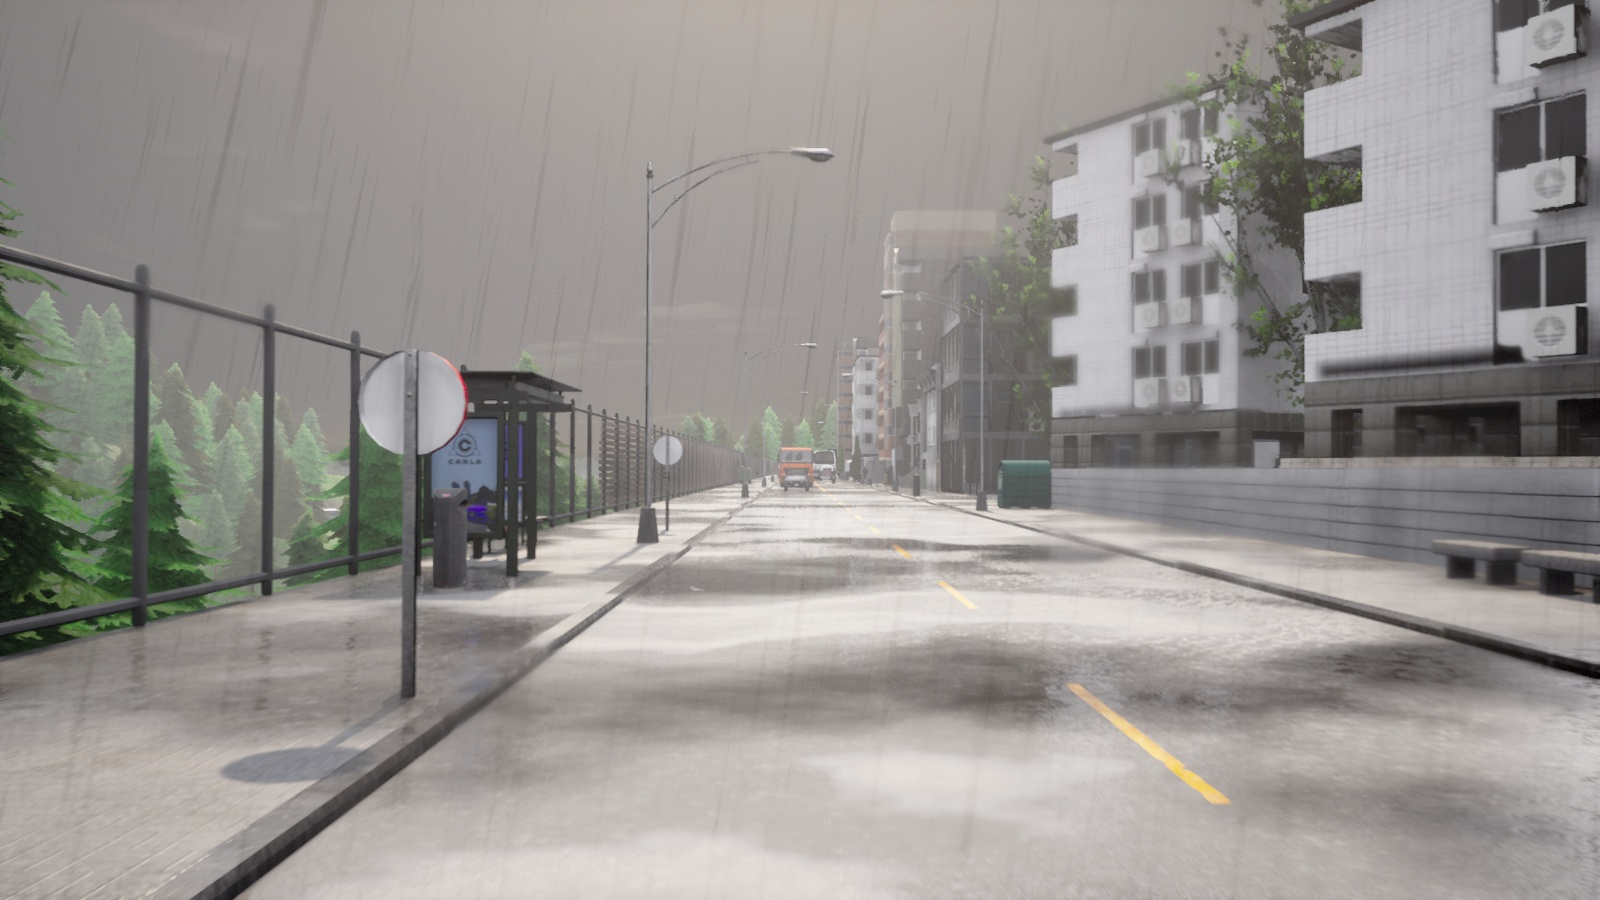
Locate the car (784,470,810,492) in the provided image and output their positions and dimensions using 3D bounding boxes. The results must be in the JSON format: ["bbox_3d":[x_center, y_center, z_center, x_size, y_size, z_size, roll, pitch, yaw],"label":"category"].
[{"bbox_3d":[-0.223,2.149,88.369,1.816,1.474,4.193,0,-1,0],"label":"car"}]
